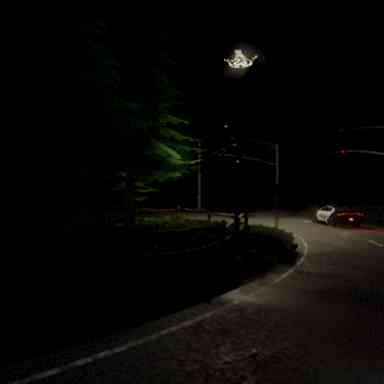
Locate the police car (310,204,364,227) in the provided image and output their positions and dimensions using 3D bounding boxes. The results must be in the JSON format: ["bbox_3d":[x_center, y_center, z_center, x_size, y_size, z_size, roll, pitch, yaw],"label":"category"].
[{"bbox_3d":[10.456,1.685,24.568,2.038,1.542,4.974,0,0,-4],"label":"police car"}]
